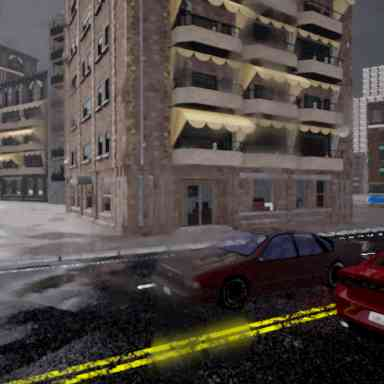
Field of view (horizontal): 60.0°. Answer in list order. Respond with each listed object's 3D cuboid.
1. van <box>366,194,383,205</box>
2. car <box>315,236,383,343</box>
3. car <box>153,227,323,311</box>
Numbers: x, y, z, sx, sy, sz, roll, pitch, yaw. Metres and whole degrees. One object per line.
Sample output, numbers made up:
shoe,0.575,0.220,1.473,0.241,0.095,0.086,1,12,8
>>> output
van,30.747,1.183,54.275,3.998,1.788,1.690,1,0,28
car,4.594,1.510,5.574,5.008,1.535,1.882,0,0,-29
car,1.827,1.584,7.938,5.357,1.411,2.033,0,0,-29
